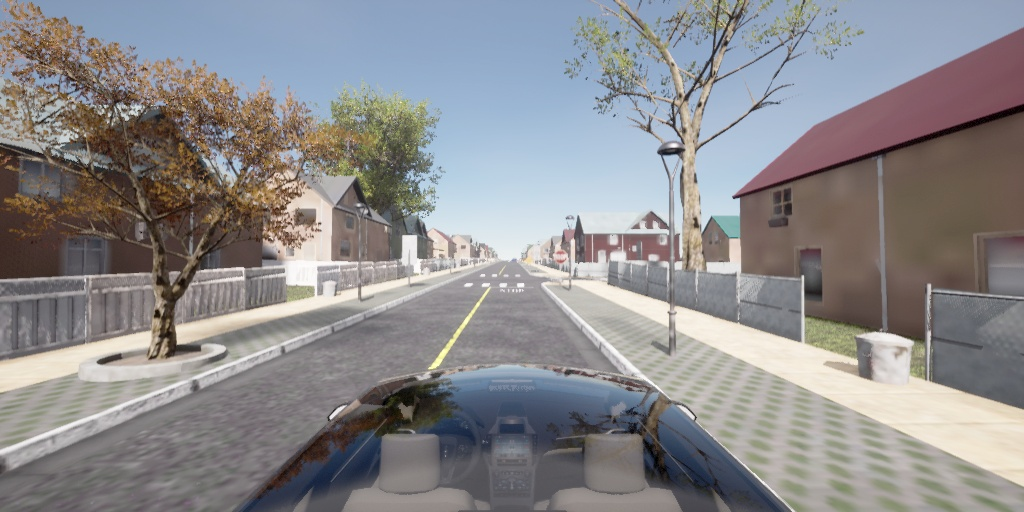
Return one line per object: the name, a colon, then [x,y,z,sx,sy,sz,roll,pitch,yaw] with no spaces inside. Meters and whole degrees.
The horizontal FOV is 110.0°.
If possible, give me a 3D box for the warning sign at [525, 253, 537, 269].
warning sign: [2.518,0.904,50.923,1.300,1.860,1.060,0,0,0]
